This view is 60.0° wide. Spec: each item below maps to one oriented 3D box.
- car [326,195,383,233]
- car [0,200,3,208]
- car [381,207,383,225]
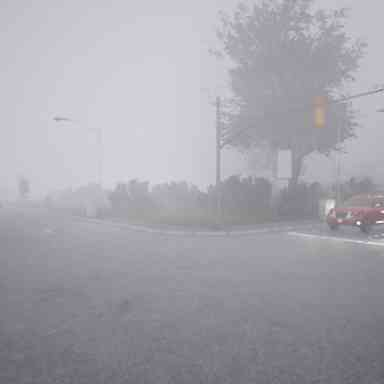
[{"bbox_3d":[10.457,1.234,20.045,5.566,2.045,2.150,0,0,-35],"label":"car"},{"bbox_3d":[-27.485,1.549,46.028,2.033,1.411,5.357,0,0,-38],"label":"car"},{"bbox_3d":[12.059,1.559,16.890,5.357,1.411,2.033,0,0,-36],"label":"car"}]
